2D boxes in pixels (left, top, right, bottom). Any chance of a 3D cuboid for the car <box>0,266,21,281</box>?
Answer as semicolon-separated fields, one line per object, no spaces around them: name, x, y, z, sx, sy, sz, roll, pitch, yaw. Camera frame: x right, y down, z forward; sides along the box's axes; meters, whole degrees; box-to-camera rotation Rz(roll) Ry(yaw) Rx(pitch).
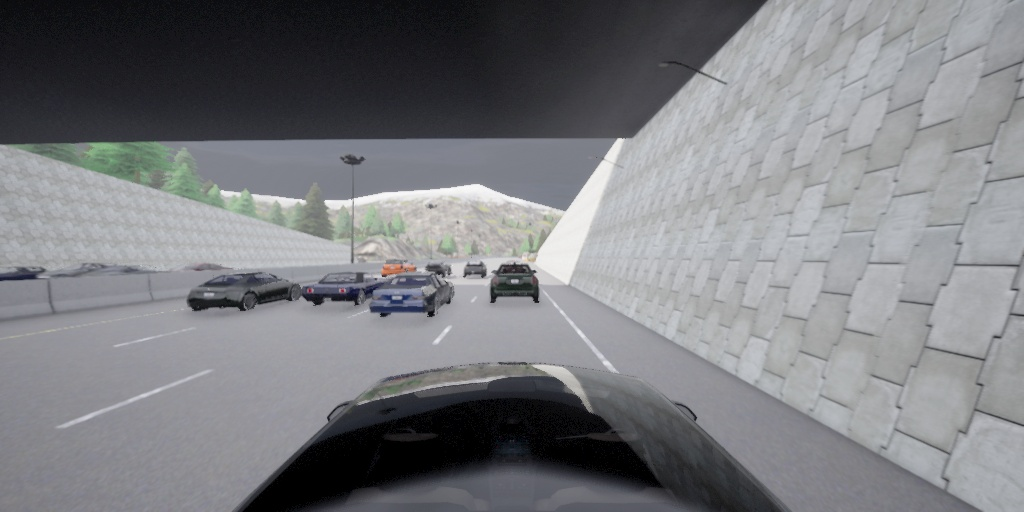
car;-31.576;1.318;22.632;1.895;1.301;4.718;0;0;0

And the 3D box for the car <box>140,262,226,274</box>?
car;-21.074;1.193;23.851;1.882;1.535;5.008;0;0;0

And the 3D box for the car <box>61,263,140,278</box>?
car;-24.575;1.282;22.526;1.994;1.385;4.181;0;0;0

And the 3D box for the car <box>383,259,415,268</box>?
car;-10.362;1.053;33.184;2.097;1.767;4.553;0;0;0

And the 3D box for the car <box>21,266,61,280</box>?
car;-28.072;1.207;23.854;2.128;1.511;4.902;0;0;0

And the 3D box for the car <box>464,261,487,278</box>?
car;-3.362;1.192;33.445;2.128;1.511;4.902;0;0;0

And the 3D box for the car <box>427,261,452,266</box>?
car;-6.862;1.205;33.513;1.837;1.490;4.892;0;0;0

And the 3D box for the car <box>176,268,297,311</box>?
car;-10.386;1.294;14.301;1.994;1.385;4.181;0;0;0

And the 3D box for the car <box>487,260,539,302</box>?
car;0.116;1.078;16.978;2.097;1.767;4.553;0;0;0

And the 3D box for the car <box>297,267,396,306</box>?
car;-6.885;1.329;15.602;1.895;1.301;4.718;0;0;0

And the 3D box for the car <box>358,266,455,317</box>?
car;-3.389;1.279;13.094;2.033;1.411;5.357;0;0;0
